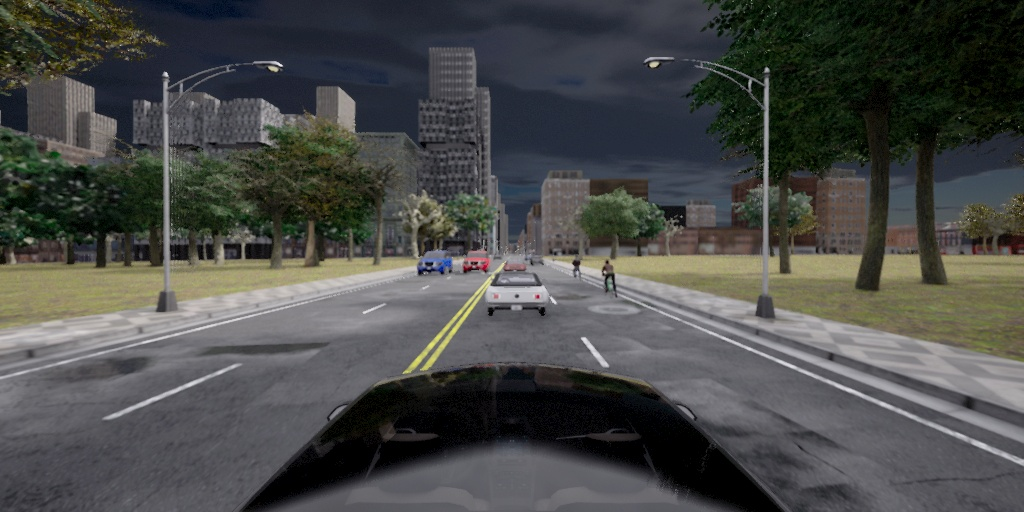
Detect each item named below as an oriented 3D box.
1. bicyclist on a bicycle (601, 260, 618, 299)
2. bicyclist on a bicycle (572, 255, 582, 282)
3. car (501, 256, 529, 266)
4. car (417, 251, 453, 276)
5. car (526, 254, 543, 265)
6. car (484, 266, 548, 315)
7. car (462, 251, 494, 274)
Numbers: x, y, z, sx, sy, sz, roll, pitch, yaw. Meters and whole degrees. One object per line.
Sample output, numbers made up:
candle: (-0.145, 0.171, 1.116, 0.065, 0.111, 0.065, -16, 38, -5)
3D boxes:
bicyclist on a bicycle: (4.212, 1.007, 15.731, 0.582, 1.620, 1.656, 0, 1, 0)
bicyclist on a bicycle: (4.252, 0.816, 23.831, 0.659, 1.776, 1.843, 0, 1, 0)
car: (0.243, 0.951, 30.857, 1.895, 1.301, 4.718, 0, 1, 0)
car: (-6.455, 0.571, 30.680, 2.150, 2.045, 5.566, 0, 1, 0)
car: (3.606, 0.555, 53.238, 2.128, 1.511, 4.902, 0, 1, 0)
car: (0.154, 1.194, 12.756, 1.895, 1.301, 4.718, 0, 1, 0)
car: (-3.190, 0.540, 33.159, 2.150, 2.045, 5.566, 0, 1, 0)
